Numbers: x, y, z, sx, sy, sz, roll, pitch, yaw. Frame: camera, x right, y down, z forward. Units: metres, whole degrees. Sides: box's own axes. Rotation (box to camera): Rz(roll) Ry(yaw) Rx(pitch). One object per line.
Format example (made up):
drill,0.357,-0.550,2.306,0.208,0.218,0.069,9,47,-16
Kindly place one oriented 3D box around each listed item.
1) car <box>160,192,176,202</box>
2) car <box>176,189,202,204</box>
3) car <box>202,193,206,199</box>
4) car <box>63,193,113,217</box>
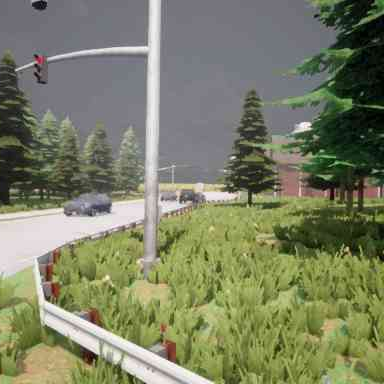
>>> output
car,-3.488,0.757,50.310,1.837,1.490,4.892,1,1,9
car,-0.341,0.591,46.833,2.150,2.045,5.566,1,1,9
car,1.241,0.788,57.384,2.033,1.411,5.357,1,1,9
car,-7.775,0.899,25.311,2.097,1.767,4.553,1,1,11
